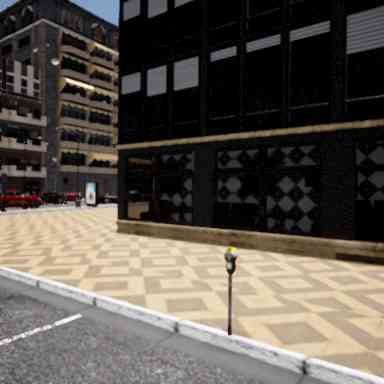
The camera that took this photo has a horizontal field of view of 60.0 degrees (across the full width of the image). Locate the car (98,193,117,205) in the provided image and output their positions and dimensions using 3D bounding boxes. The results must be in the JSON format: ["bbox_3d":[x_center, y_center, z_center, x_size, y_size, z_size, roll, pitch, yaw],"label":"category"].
[{"bbox_3d":[-9.298,0.739,37.961,1.947,1.339,4.313,2,2,35],"label":"car"}]

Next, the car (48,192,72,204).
[{"bbox_3d":[-16.517,0.703,37.783,1.812,1.442,4.674,1,2,35],"label":"car"}]

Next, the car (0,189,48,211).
[{"bbox_3d":[-15.680,0.696,28.880,2.192,1.841,5.009,2,2,35],"label":"car"}]

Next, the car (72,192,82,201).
[{"bbox_3d":[-16.188,0.646,42.730,1.802,1.307,4.206,2,2,35],"label":"car"}]
